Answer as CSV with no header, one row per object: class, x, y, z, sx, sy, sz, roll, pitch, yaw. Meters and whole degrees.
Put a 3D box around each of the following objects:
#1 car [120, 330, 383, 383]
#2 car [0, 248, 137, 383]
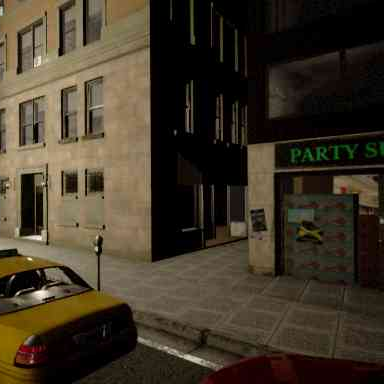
car,1.799,1.582,1.571,4.206,1.307,1.802,0,-1,36
car,-2.955,1.526,4.970,4.829,1.417,1.752,0,-1,36
